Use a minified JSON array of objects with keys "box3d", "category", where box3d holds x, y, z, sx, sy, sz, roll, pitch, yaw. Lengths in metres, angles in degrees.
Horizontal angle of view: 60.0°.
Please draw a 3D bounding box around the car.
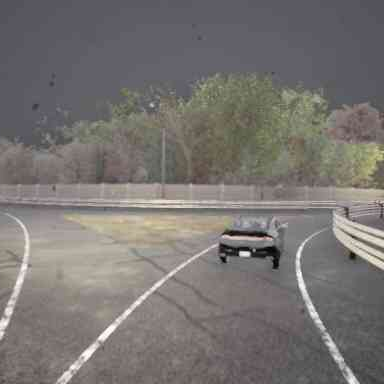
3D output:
[{"box3d":[2.241,1.525,11.588,2.128,1.511,4.902,0,0,18],"category":"car"}]
